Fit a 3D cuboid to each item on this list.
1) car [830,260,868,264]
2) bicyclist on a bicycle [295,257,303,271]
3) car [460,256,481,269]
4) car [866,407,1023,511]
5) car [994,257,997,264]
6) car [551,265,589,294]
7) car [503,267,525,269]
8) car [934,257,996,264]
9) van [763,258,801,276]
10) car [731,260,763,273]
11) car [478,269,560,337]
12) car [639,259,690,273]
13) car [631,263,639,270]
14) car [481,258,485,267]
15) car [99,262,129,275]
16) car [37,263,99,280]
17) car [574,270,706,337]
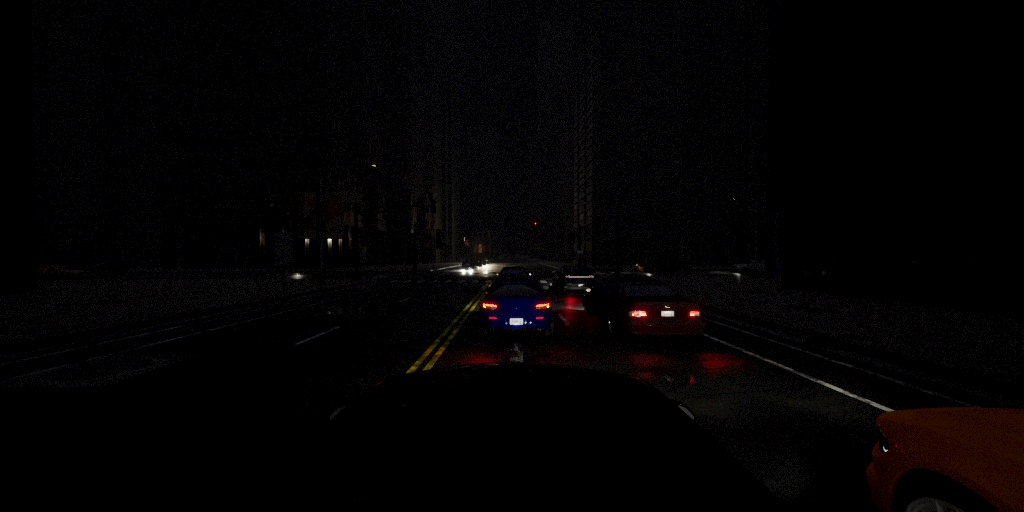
[{"bbox_3d":[32.974,1.321,35.247,4.207,1.307,1.802,0,0,0],"label":"car"},{"bbox_3d":[-25.870,1.003,43.619,0.582,1.620,1.656,0,1,0],"label":"bicyclist on a bicycle"},{"bbox_3d":[-6.535,1.205,55.264,2.128,1.511,4.902,0,0,2],"label":"car"},{"bbox_3d":[3.348,1.228,0.343,1.882,1.535,5.008,0,0,0],"label":"car"},{"bbox_3d":[49.295,1.046,35.148,5.009,1.841,2.192,0,0,0],"label":"car"},{"bbox_3d":[3.352,1.230,20.016,2.128,1.511,4.902,0,0,0],"label":"car"},{"bbox_3d":[0.100,1.286,19.744,2.033,1.411,5.357,0,0,0],"label":"car"},{"bbox_3d":[43.854,1.169,35.181,4.097,1.591,1.967,0,0,0],"label":"car"},{"bbox_3d":[27.533,1.086,35.280,3.998,1.789,1.690,0,0,0],"label":"van"},{"bbox_3d":[27.669,1.184,41.114,4.674,1.442,1.812,0,1,0],"label":"car"},{"bbox_3d":[0.095,1.272,10.170,1.812,1.442,4.674,0,0,0],"label":"car"},{"bbox_3d":[17.730,1.148,41.190,5.008,1.535,1.882,0,1,0],"label":"car"},{"bbox_3d":[16.701,1.071,43.870,4.097,1.591,1.967,0,0,0],"label":"car"},{"bbox_3d":[-6.524,1.062,64.215,2.097,1.767,4.553,0,0,0],"label":"car"},{"bbox_3d":[-46.410,1.364,40.762,4.507,1.381,1.888,0,0,0],"label":"car"},{"bbox_3d":[-40.820,1.451,32.238,4.829,1.417,1.751,0,0,0],"label":"car"},{"bbox_3d":[3.353,1.294,10.268,2.033,1.411,5.357,0,0,0],"label":"car"}]
